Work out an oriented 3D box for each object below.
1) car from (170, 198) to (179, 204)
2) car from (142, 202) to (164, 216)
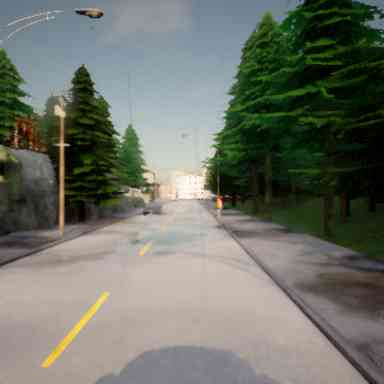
[{"bbox_3d":[-3.993,2.179,77.165,1.882,1.535,5.008,0,0,0],"label":"car"},{"bbox_3d":[-4.071,1.794,35.712,2.033,1.411,5.357,0,0,0],"label":"car"}]
